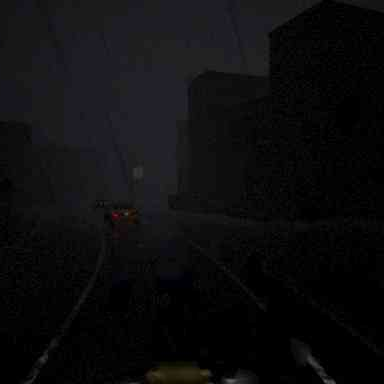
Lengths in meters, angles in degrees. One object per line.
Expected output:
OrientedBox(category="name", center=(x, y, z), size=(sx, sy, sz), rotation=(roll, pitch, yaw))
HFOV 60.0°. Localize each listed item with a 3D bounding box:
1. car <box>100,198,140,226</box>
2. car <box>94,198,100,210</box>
OrientedBox(category="car", center=(-4.849, 1.313, 22.481), size=(1.801, 1.575, 5.366), rotation=(-2, 1, -21))
OrientedBox(category="car", center=(-11.055, 1.400, 40.858), size=(2.033, 1.411, 5.357), rotation=(-1, 0, -13))
